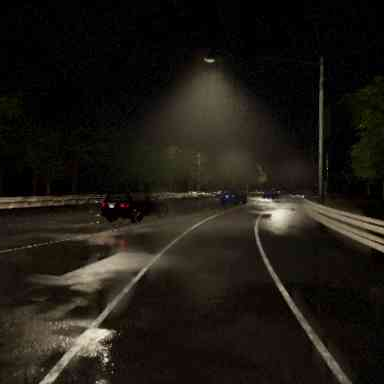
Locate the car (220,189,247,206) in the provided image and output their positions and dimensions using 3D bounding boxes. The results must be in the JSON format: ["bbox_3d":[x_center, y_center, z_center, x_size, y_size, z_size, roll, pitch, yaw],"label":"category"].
[{"bbox_3d":[5.287,0.647,41.955,2.150,2.045,5.566,1,1,25],"label":"car"}]

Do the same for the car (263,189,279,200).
[{"bbox_3d":[14.942,0.359,62.996,2.150,2.045,5.566,1,1,25],"label":"car"}]

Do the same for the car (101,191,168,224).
[{"bbox_3d":[-3.700,0.919,22.325,2.150,2.045,5.566,1,1,25],"label":"car"}]
